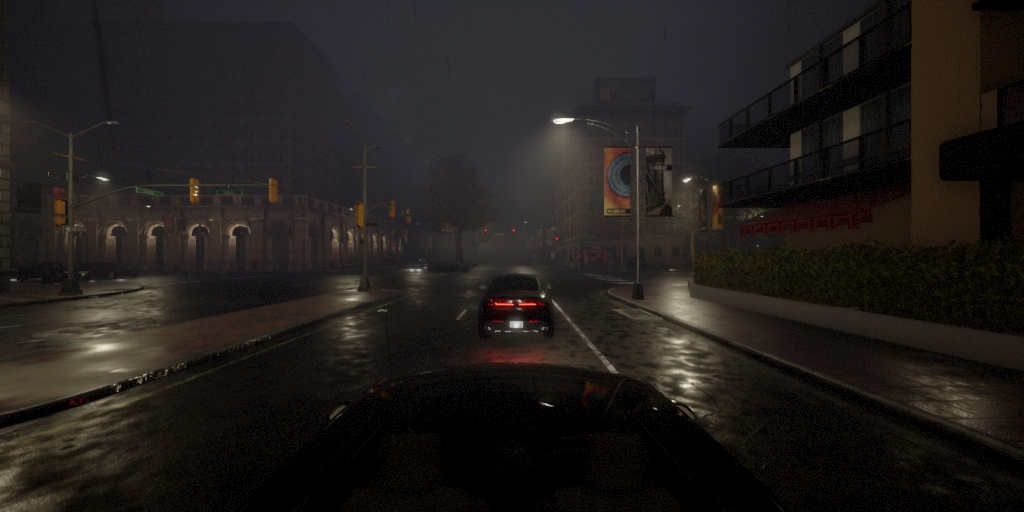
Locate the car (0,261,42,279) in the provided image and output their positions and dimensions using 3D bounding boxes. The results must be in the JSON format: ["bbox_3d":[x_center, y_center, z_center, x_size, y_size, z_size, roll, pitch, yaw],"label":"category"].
[{"bbox_3d":[-46.128,1.228,32.356,5.008,1.535,1.882,0,0,0],"label":"car"}]

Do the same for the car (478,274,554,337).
[{"bbox_3d":[0.109,1.255,10.285,1.837,1.490,4.892,0,0,0],"label":"car"}]

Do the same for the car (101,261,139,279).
[{"bbox_3d":[-36.674,1.228,32.335,5.008,1.535,1.882,0,0,0],"label":"car"}]

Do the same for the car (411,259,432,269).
[{"bbox_3d":[-14.857,1.241,57.911,2.128,1.511,4.902,0,0,0],"label":"car"}]

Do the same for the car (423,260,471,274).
[{"bbox_3d":[-6.951,1.351,39.574,4.718,1.301,1.895,0,0,0],"label":"car"}]

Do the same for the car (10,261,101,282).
[{"bbox_3d":[-36.930,1.241,28.836,4.902,1.511,2.128,0,0,0],"label":"car"}]
